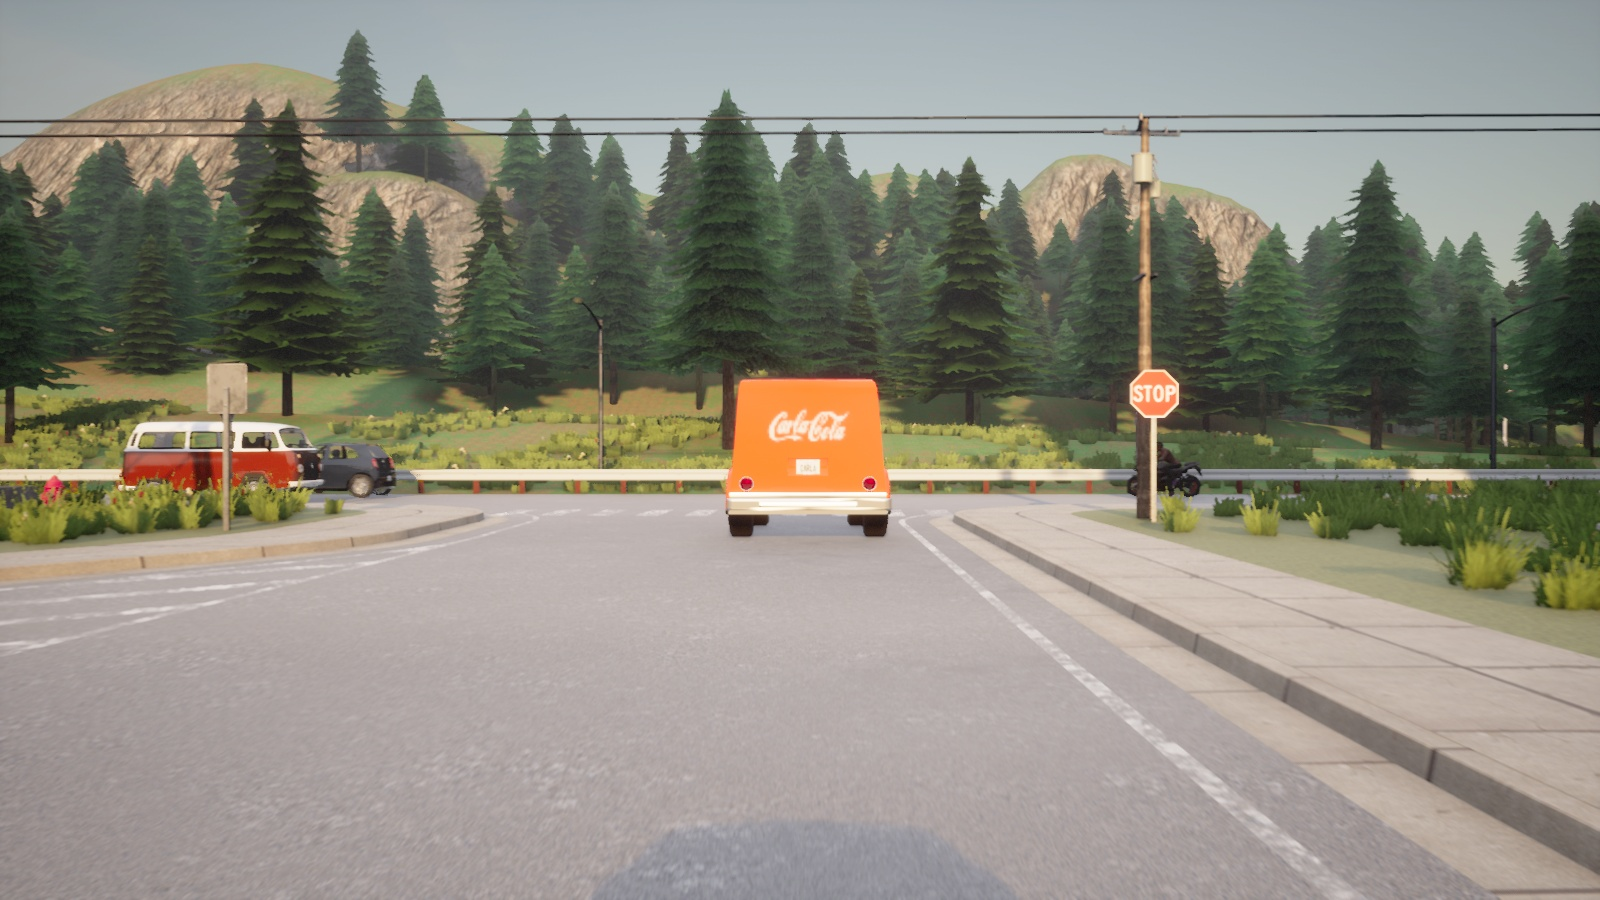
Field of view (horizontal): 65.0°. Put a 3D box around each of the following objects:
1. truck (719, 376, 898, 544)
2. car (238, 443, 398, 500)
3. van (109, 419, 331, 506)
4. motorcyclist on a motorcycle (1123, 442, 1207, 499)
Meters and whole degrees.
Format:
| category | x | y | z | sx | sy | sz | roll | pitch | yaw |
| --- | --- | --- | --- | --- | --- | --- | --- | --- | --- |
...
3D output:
| category | x | y | z | sx | sy | sz | roll | pitch | yaw |
| --- | --- | --- | --- | --- | --- | --- | --- | --- | --- |
| truck | 0.136 | 0.138 | 21.028 | 2.627 | 2.467 | 5.204 | 0 | 0 | 0 |
| car | -13.108 | 0.557 | 34.287 | 3.633 | 1.501 | 1.845 | 0 | 0 | 1 |
| van | -14.149 | 0.288 | 30.809 | 4.480 | 2.038 | 2.069 | 0 | 0 | 1 |
| motorcyclist on a motorcycle | 9.796 | 0.546 | 33.751 | 2.044 | 1.523 | 0.797 | 0 | 0 | 1 |
